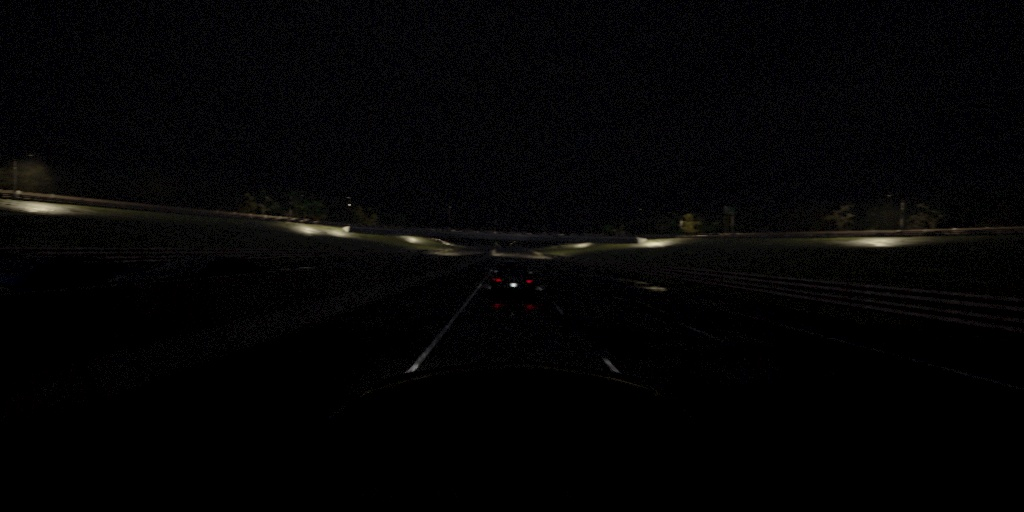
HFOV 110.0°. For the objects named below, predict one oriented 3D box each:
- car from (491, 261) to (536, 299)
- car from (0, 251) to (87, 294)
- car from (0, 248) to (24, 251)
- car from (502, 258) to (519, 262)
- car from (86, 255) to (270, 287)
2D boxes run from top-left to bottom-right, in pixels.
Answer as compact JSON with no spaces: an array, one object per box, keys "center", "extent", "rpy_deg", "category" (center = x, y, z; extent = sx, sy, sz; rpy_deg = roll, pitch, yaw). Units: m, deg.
[{"center":[0.046,1.170,17.177],"extent":[1.994,1.385,4.181],"rpy_deg":[2,1,-1],"category":"car"},{"center":[-14.038,0.674,10.815],"extent":[2.033,1.411,5.357],"rpy_deg":[2,1,-1],"category":"car"},{"center":[-17.540,0.476,11.470],"extent":[2.128,1.511,4.902],"rpy_deg":[2,1,-1],"category":"car"},{"center":[-0.240,0.896,34.548],"extent":[1.812,1.442,4.674],"rpy_deg":[2,1,-1],"category":"car"},{"center":[-10.557,0.725,12.244],"extent":[1.882,1.535,5.008],"rpy_deg":[2,1,-1],"category":"car"}]
